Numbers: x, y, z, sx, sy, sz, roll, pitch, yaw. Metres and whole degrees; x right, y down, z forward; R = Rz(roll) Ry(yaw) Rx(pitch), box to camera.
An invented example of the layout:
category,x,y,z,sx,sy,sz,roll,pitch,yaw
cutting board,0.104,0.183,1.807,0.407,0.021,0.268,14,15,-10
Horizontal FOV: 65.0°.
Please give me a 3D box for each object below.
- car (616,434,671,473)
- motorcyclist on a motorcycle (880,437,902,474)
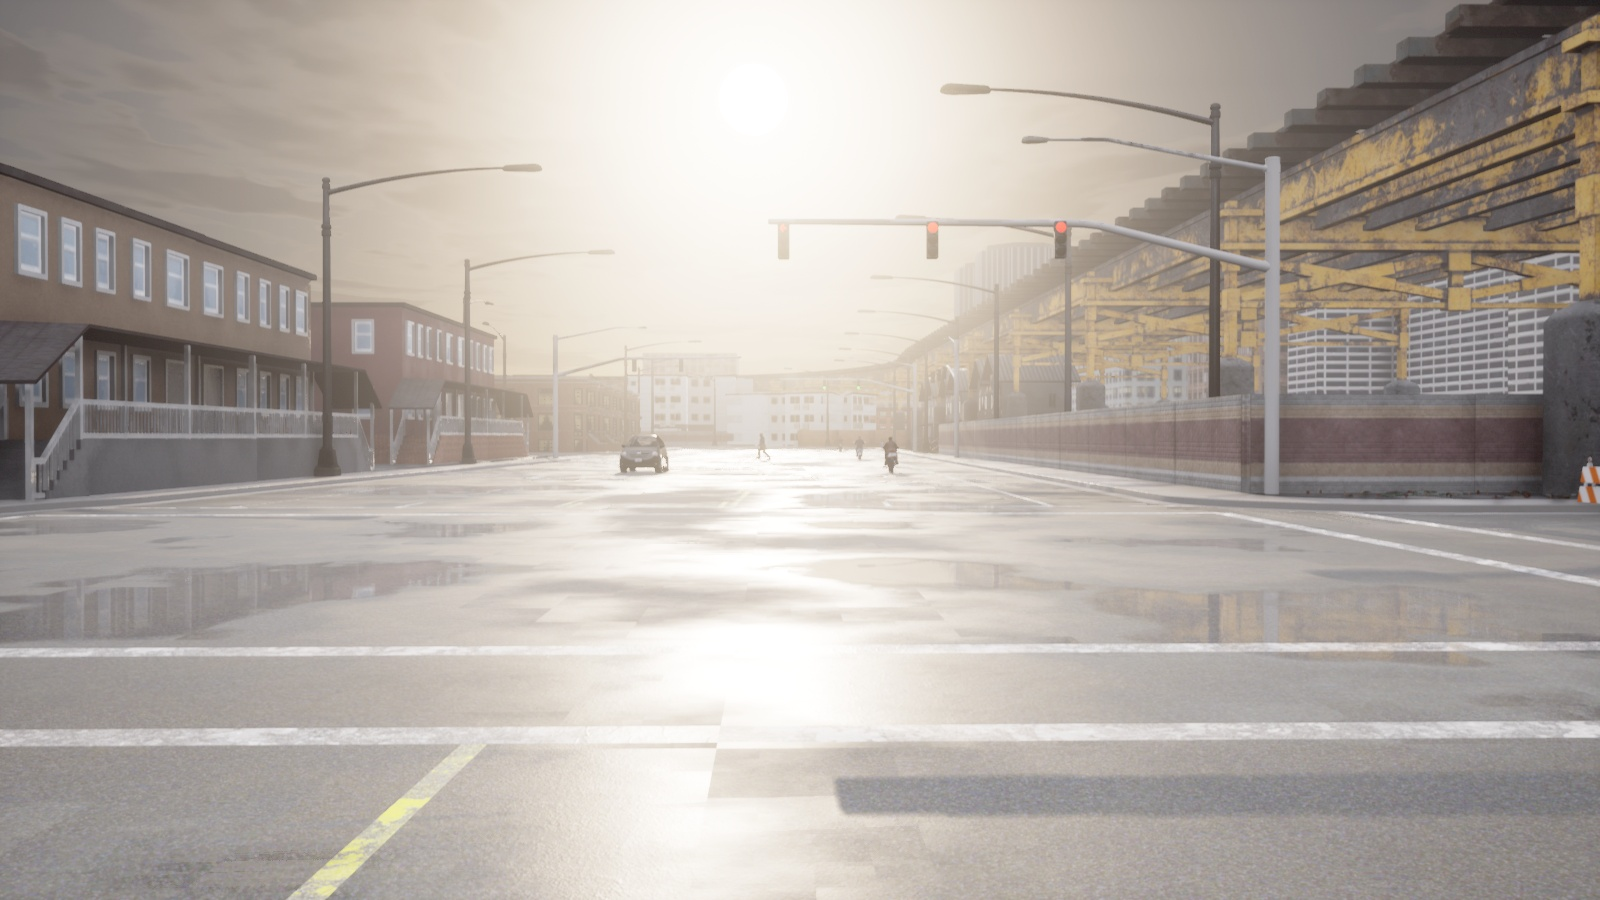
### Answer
category,x,y,z,sx,sy,sz,roll,pitch,yaw
car,-6.677,0.126,53.904,1.851,1.617,3.988,0,1,0
motorcyclist on a motorcycle,3.818,0.227,52.960,0.797,1.523,2.044,0,1,0
